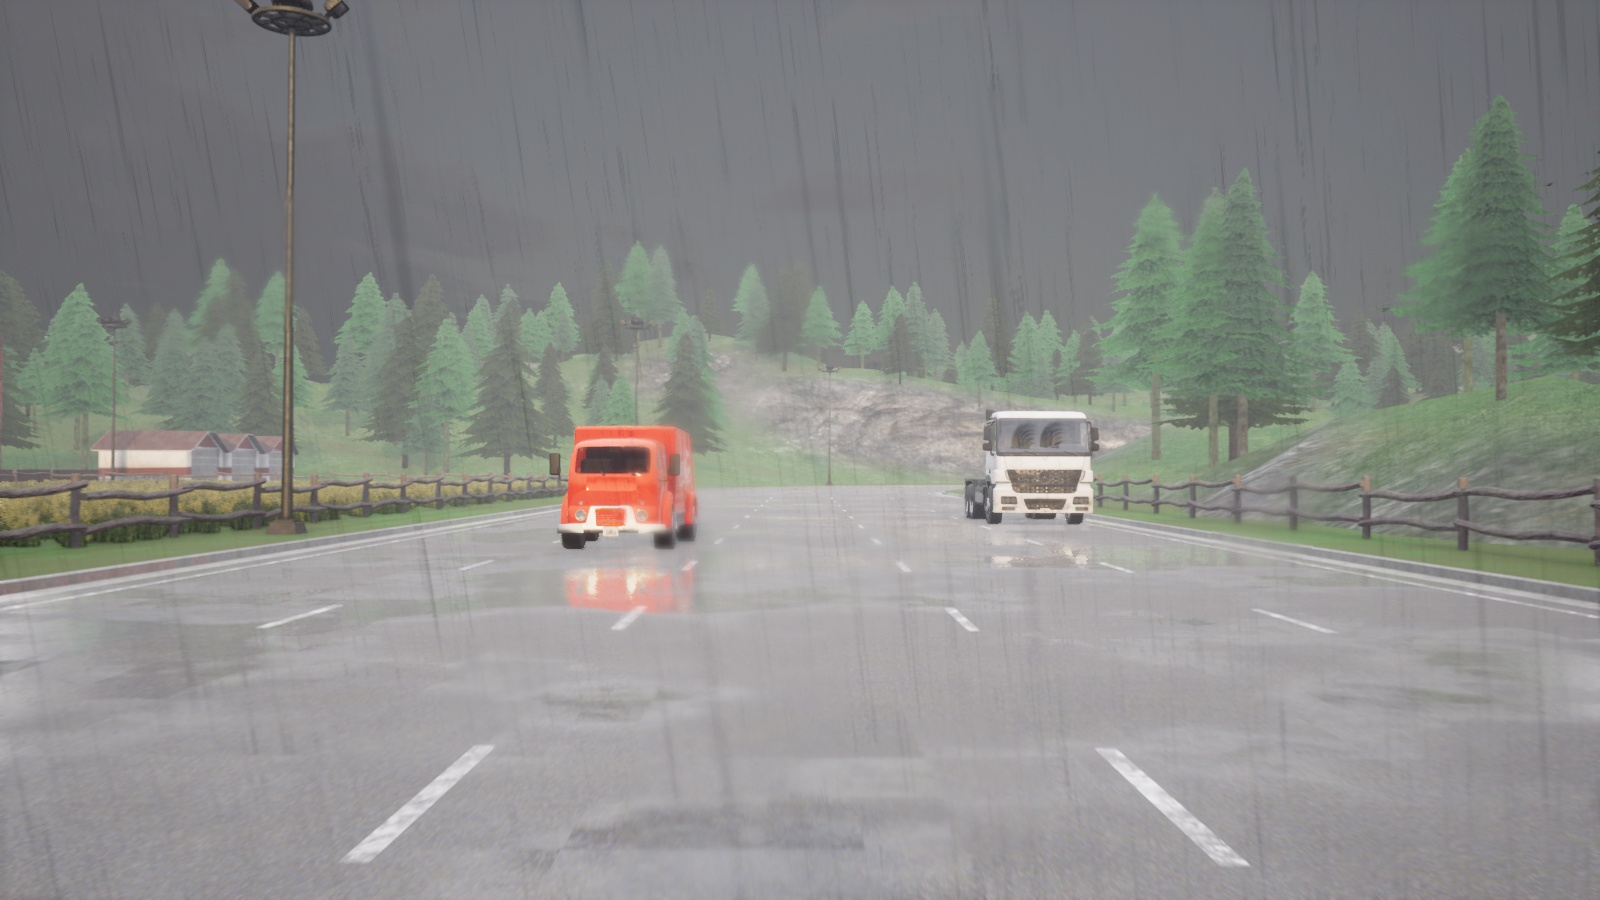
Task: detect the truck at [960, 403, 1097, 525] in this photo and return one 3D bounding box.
[{"bbox_3d":[6.996,0.470,39.715,2.891,3.462,7.936,0,-1,0],"label":"truck"}]

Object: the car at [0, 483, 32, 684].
[{"bbox_3d":[-7.018,0.965,7.312,2.163,1.488,4.792,0,-1,0],"label":"car"}]

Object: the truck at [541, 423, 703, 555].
[{"bbox_3d":[-3.539,0.780,26.170,2.627,2.467,5.204,0,-1,0],"label":"truck"}]
